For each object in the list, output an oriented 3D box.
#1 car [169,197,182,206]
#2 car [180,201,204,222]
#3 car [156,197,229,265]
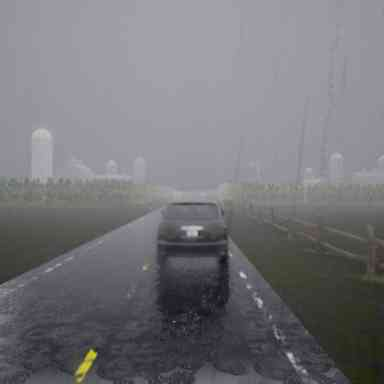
[{"bbox_3d":[-2.835,1.603,58.107,1.837,1.490,4.892,0,0,0],"label":"car"},{"bbox_3d":[0.032,1.536,27.997,1.837,1.490,4.892,0,0,0],"label":"car"},{"bbox_3d":[0.030,1.232,11.845,2.150,2.045,5.566,0,0,0],"label":"car"}]
